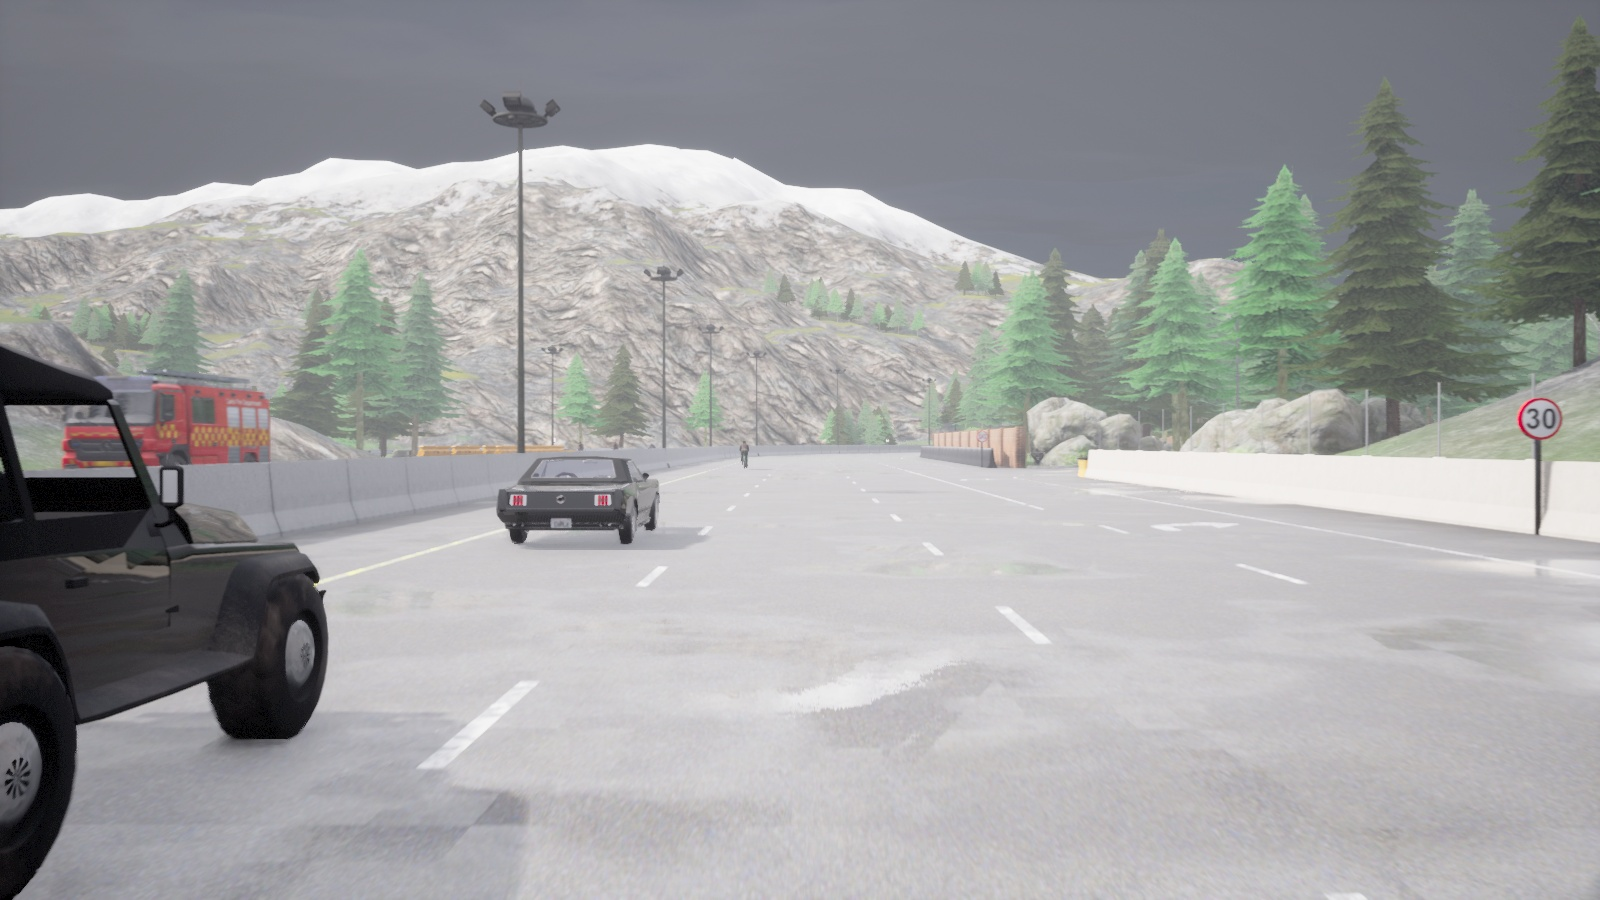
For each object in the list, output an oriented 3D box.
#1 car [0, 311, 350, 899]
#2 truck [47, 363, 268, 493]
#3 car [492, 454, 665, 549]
[{"bbox_3d":[-3.456,0.508,5.019,1.905,1.878,3.866,0,0,0],"label":"car"},{"bbox_3d":[-20.751,-0.667,41.268,2.891,3.827,8.468,0,0,0],"label":"truck"},{"bbox_3d":[-3.371,0.731,20.019,1.895,1.301,4.718,0,0,0],"label":"car"}]
